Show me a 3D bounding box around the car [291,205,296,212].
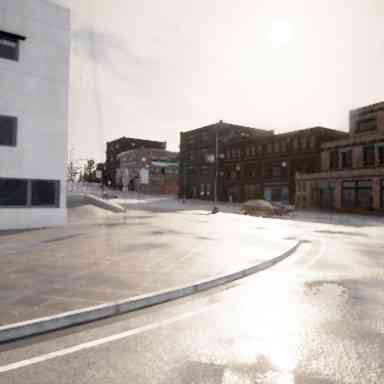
[{"bbox_3d":[8.416,1.619,35.317,2.033,1.411,5.357,2,-1,-32],"label":"car"}]

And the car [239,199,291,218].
[{"bbox_3d":[6.424,1.477,30.885,1.882,1.535,5.008,2,0,-28],"label":"car"}]

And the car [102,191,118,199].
[{"bbox_3d":[-16.112,0.576,65.321,1.837,1.490,4.892,2,3,-34],"label":"car"}]
